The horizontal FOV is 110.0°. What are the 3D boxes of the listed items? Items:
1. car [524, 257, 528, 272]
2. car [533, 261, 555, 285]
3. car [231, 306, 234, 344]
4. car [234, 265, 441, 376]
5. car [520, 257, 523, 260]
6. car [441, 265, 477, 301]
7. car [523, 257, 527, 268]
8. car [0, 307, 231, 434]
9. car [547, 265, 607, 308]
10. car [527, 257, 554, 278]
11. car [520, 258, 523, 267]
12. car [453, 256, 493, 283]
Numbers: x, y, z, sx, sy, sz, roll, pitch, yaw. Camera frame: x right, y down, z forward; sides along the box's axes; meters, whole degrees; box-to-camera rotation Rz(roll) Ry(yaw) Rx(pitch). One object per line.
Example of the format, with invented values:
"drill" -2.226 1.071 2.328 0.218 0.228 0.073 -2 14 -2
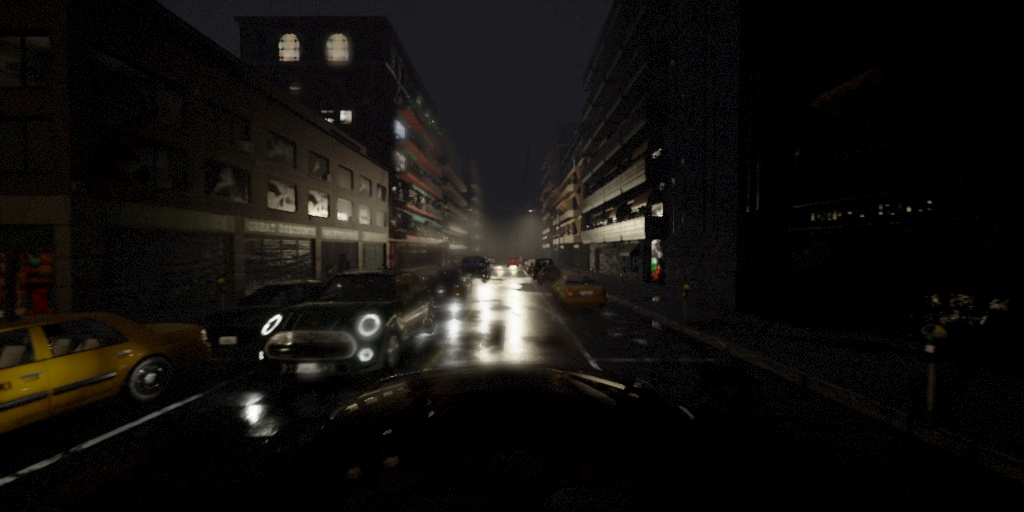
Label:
"car" 2.793 1.242 42.534 1.967 1.591 4.097 0 0 0
"car" 2.760 1.307 26.133 1.751 1.417 4.829 0 0 0
"car" -5.674 1.320 9.365 1.948 1.339 4.313 0 0 0
"car" -3.083 1.106 7.657 2.097 1.767 4.553 0 0 0
"car" 2.851 1.396 64.632 1.948 1.339 4.313 0 0 0
"car" -3.049 1.330 17.400 1.994 1.385 4.181 0 0 0
"car" 2.807 1.249 48.060 1.967 1.591 4.097 0 0 0
"car" -5.689 1.273 3.671 1.751 1.417 4.829 0 0 0
"car" 2.689 1.293 15.084 1.751 1.417 4.829 0 0 0
"car" 2.770 1.103 31.487 2.192 1.841 5.009 0 0 0
"car" 2.836 1.374 59.107 2.007 1.370 4.403 0 0 0
"car" -2.932 0.994 28.342 2.150 2.045 5.566 0 0 0
